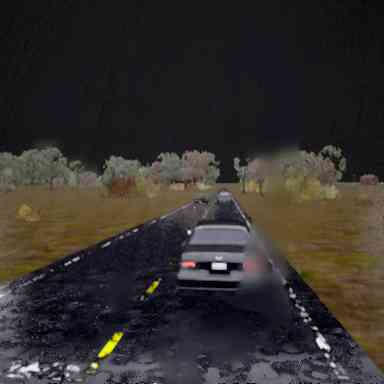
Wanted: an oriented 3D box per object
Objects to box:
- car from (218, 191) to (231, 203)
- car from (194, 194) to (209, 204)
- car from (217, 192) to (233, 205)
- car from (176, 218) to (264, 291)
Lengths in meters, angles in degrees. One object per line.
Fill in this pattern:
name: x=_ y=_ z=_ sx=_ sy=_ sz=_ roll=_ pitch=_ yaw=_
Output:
car: x=4.858 y=0.703 z=49.588 sx=1.882 sy=1.535 sz=5.008 roll=0 pitch=1 yaw=6
car: x=1.289 y=0.919 z=44.070 sx=1.895 sy=1.301 sz=4.718 roll=0 pitch=1 yaw=6
car: x=4.164 y=0.834 z=42.286 sx=2.128 sy=1.511 sz=4.902 roll=0 pitch=1 yaw=6
car: x=0.762 y=1.410 z=8.779 sx=2.033 sy=1.411 sz=5.357 roll=0 pitch=1 yaw=6
